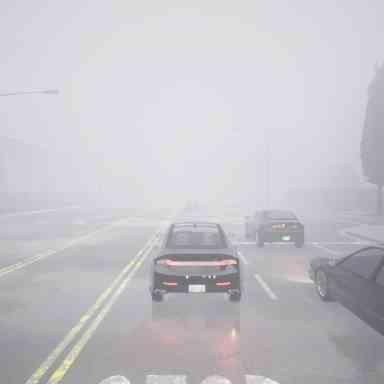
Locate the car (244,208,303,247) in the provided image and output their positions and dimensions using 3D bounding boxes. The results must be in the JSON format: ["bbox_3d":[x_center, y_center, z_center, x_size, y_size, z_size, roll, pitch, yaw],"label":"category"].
[{"bbox_3d":[3.566,1.505,15.002,1.837,1.490,4.892,0,0,0],"label":"car"}]

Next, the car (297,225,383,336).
[{"bbox_3d":[3.589,1.547,5.256,2.033,1.411,5.357,0,0,0],"label":"car"}]

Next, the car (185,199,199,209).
[{"bbox_3d":[0.005,1.601,44.120,1.895,1.301,4.718,0,0,0],"label":"car"}]

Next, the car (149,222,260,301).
[{"bbox_3d":[0.082,1.492,8.302,2.128,1.511,4.902,0,0,0],"label":"car"}]
